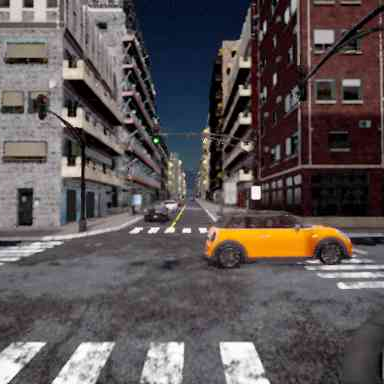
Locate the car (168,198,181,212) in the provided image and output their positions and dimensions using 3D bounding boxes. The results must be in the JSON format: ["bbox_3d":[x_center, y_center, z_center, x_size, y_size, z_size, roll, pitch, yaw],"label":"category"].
[{"bbox_3d":[-2.833,1.828,43.118,1.812,1.442,4.674,0,0,0],"label":"car"}]

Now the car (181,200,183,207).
[{"bbox_3d":[-2.755,1.948,62.357,1.882,1.535,5.008,0,-1,0],"label":"car"}]

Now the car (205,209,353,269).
[{"bbox_3d":[2.696,1.384,10.858,4.553,1.767,2.097,-1,-1,-1],"label":"car"}]

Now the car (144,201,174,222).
[{"bbox_3d":[-2.843,1.746,28.076,1.994,1.385,4.181,0,0,0],"label":"car"}]
